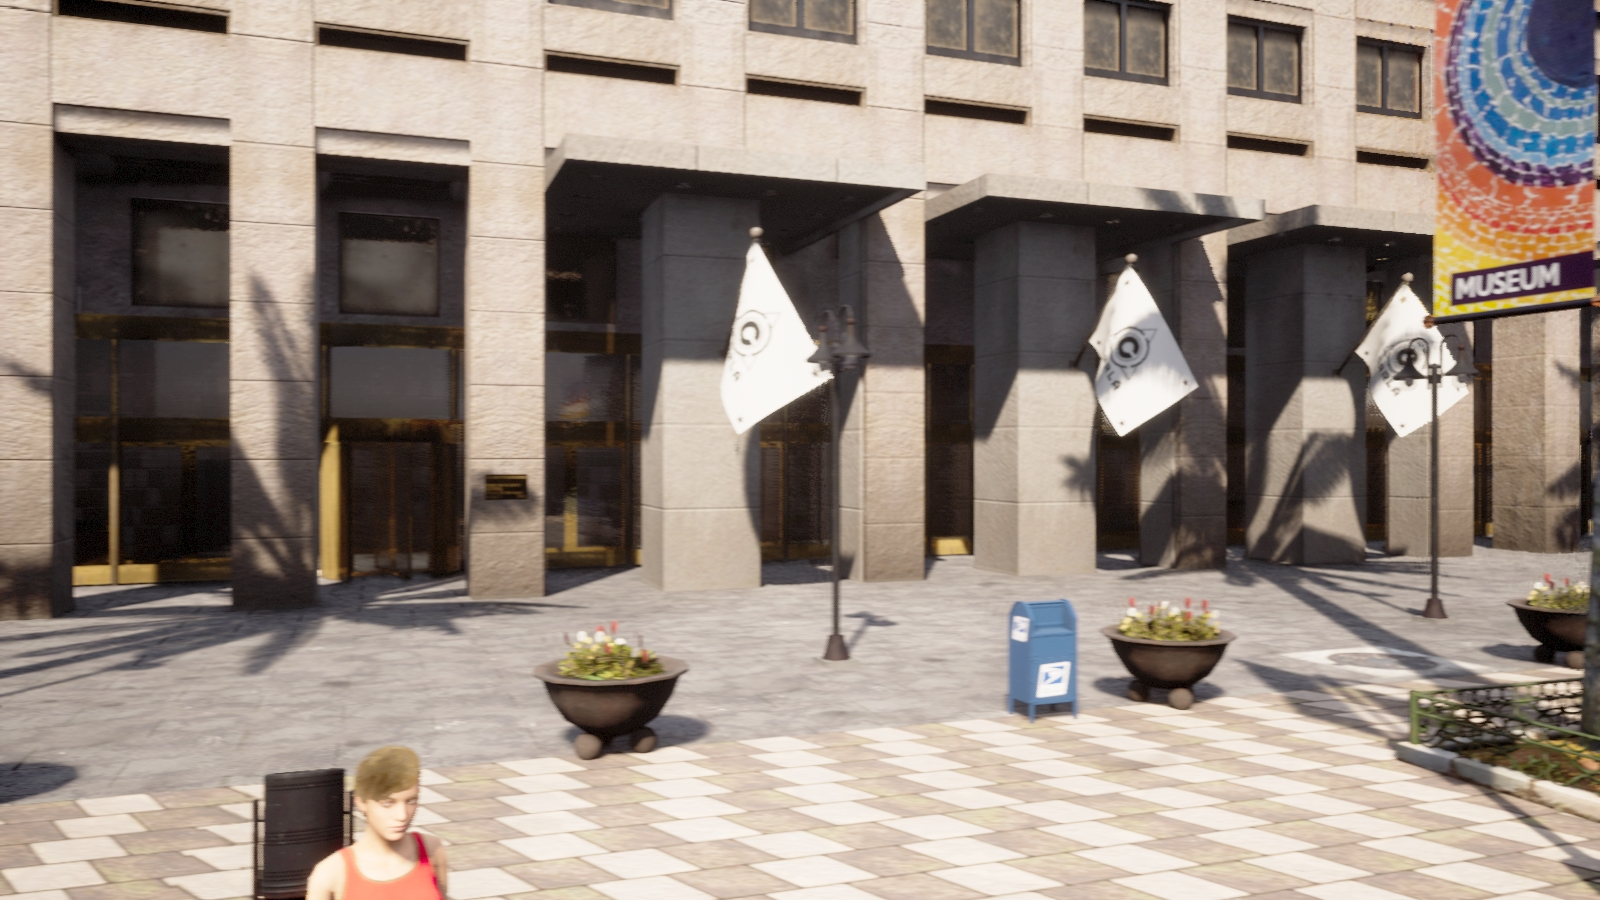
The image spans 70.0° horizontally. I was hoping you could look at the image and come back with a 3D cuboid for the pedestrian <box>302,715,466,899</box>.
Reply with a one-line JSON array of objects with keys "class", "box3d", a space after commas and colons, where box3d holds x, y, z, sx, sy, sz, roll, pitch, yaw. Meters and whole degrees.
[{"class": "pedestrian", "box3d": [-1.264, 1.795, 3.462, 0.375, 1.860, 0.375, 0, 0, -36]}]
